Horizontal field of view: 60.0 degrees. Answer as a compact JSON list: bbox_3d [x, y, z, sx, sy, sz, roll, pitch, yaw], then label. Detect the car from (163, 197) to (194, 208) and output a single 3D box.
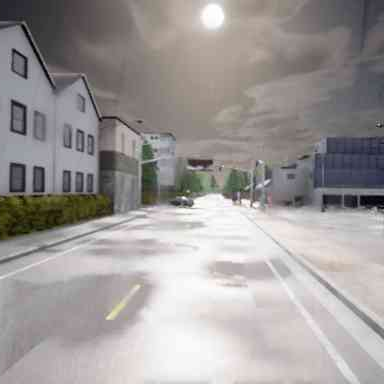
[{"bbox_3d":[-1.871,1.428,46.363,4.902,1.511,2.128,1,-1,40],"label":"car"}]
